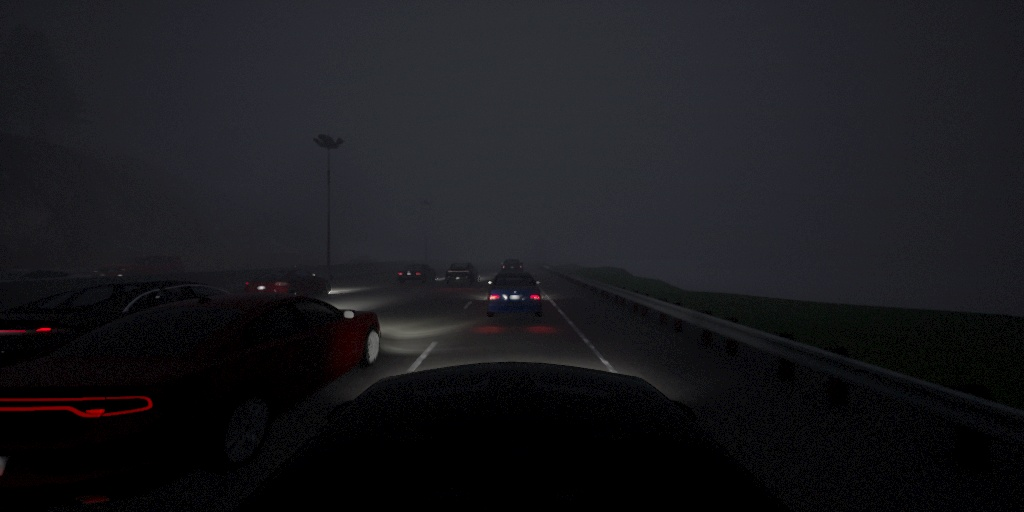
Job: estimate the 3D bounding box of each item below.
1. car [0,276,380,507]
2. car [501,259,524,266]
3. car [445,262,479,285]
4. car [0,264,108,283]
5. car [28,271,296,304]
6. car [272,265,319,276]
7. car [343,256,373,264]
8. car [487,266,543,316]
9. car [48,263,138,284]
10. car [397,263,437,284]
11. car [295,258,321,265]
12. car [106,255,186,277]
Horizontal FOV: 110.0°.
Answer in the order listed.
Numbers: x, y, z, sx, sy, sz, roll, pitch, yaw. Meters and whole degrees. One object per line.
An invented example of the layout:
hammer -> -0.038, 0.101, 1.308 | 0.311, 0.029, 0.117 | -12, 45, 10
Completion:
car -> -3.435, 1.224, 4.835 | 1.882, 1.535, 5.008 | 0, 0, 0
car -> 0.029, 1.032, 34.271 | 2.097, 1.767, 4.553 | 0, 0, 0
car -> -3.451, 1.194, 25.248 | 2.128, 1.511, 4.902 | 0, 0, 0
car -> -21.128, 1.265, 15.483 | 1.812, 1.442, 4.674 | 0, 0, 0
car -> -6.930, 1.236, 7.166 | 2.128, 1.511, 4.902 | 0, 0, 0
car -> -10.435, 1.291, 16.940 | 1.994, 1.385, 4.181 | 0, 0, 0
car -> -21.173, 1.146, 48.589 | 1.882, 1.535, 5.008 | 0, 0, 0
car -> 0.077, 1.273, 13.188 | 2.033, 1.411, 5.357 | 0, 0, 0
car -> -31.647, 1.288, 27.295 | 1.994, 1.385, 4.181 | 0, 0, 0
car -> -6.953, 1.250, 26.679 | 2.033, 1.411, 5.357 | 0, 0, 0
car -> -31.625, 1.159, 55.677 | 1.837, 1.490, 4.892 | 0, 2, 0
car -> -28.152, 0.940, 27.410 | 2.150, 2.045, 5.566 | 0, 0, 0
